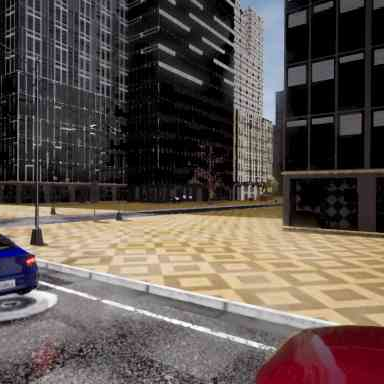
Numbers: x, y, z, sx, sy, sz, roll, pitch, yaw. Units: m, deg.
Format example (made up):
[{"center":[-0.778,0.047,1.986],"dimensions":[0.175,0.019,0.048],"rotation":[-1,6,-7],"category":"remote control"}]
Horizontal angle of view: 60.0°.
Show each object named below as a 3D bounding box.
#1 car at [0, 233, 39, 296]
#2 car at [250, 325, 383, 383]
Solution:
[{"center":[-5.236,1.523,7.415],"dimensions":[4.674,1.442,1.812],"rotation":[0,0,36],"category":"car"},{"center":[2.367,1.564,1.989],"dimensions":[4.181,1.385,1.994],"rotation":[0,0,35],"category":"car"}]
